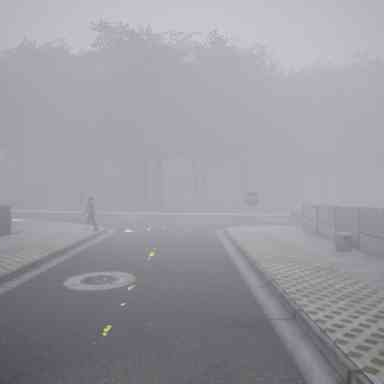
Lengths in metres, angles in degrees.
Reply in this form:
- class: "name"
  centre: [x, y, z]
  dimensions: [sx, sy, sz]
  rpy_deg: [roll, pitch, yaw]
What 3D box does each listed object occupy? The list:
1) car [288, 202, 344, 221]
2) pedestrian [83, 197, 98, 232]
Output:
- class: "car"
  centre: [10.246, 1.545, 27.080]
  dimensions: [4.674, 1.442, 1.812]
  rpy_deg: [0, 1, 0]
- class: "pedestrian"
  centre: [-5.252, 1.133, 17.202]
  dimensions: [0.375, 1.860, 0.375]
  rpy_deg: [-1, 1, 0]
